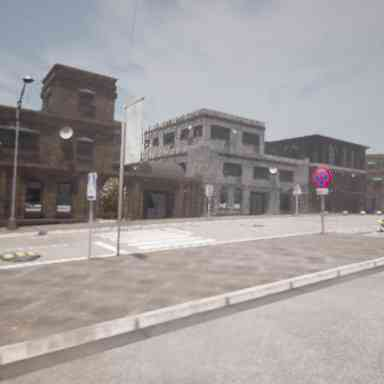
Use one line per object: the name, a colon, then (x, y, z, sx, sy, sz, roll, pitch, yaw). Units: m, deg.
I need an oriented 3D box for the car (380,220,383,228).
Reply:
car: (13.319, 1.622, 18.181, 1.946, 1.575, 5.366, 1, -1, -36)
